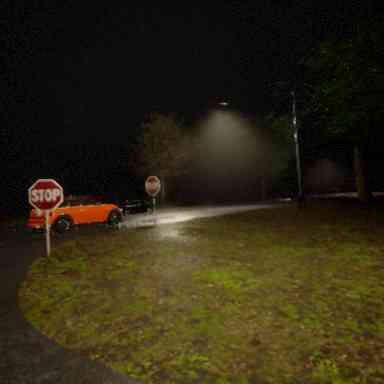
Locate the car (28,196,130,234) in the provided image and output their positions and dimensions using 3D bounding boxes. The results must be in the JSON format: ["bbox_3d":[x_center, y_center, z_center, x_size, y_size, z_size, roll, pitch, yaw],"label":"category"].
[{"bbox_3d":[-5.691,0.980,16.779,2.097,1.767,4.553,-5,-1,34],"label":"car"}]

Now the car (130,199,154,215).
[{"bbox_3d":[-5.350,1.441,29.633,1.837,1.490,4.892,-4,-1,34],"label":"car"}]

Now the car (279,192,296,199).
[{"bbox_3d":[18.587,0.641,64.624,1.895,1.301,4.718,-4,-1,34],"label":"car"}]

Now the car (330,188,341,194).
[{"bbox_3d":[36.591,-0.249,84.938,1.882,1.535,5.008,-4,-1,33],"label":"car"}]
